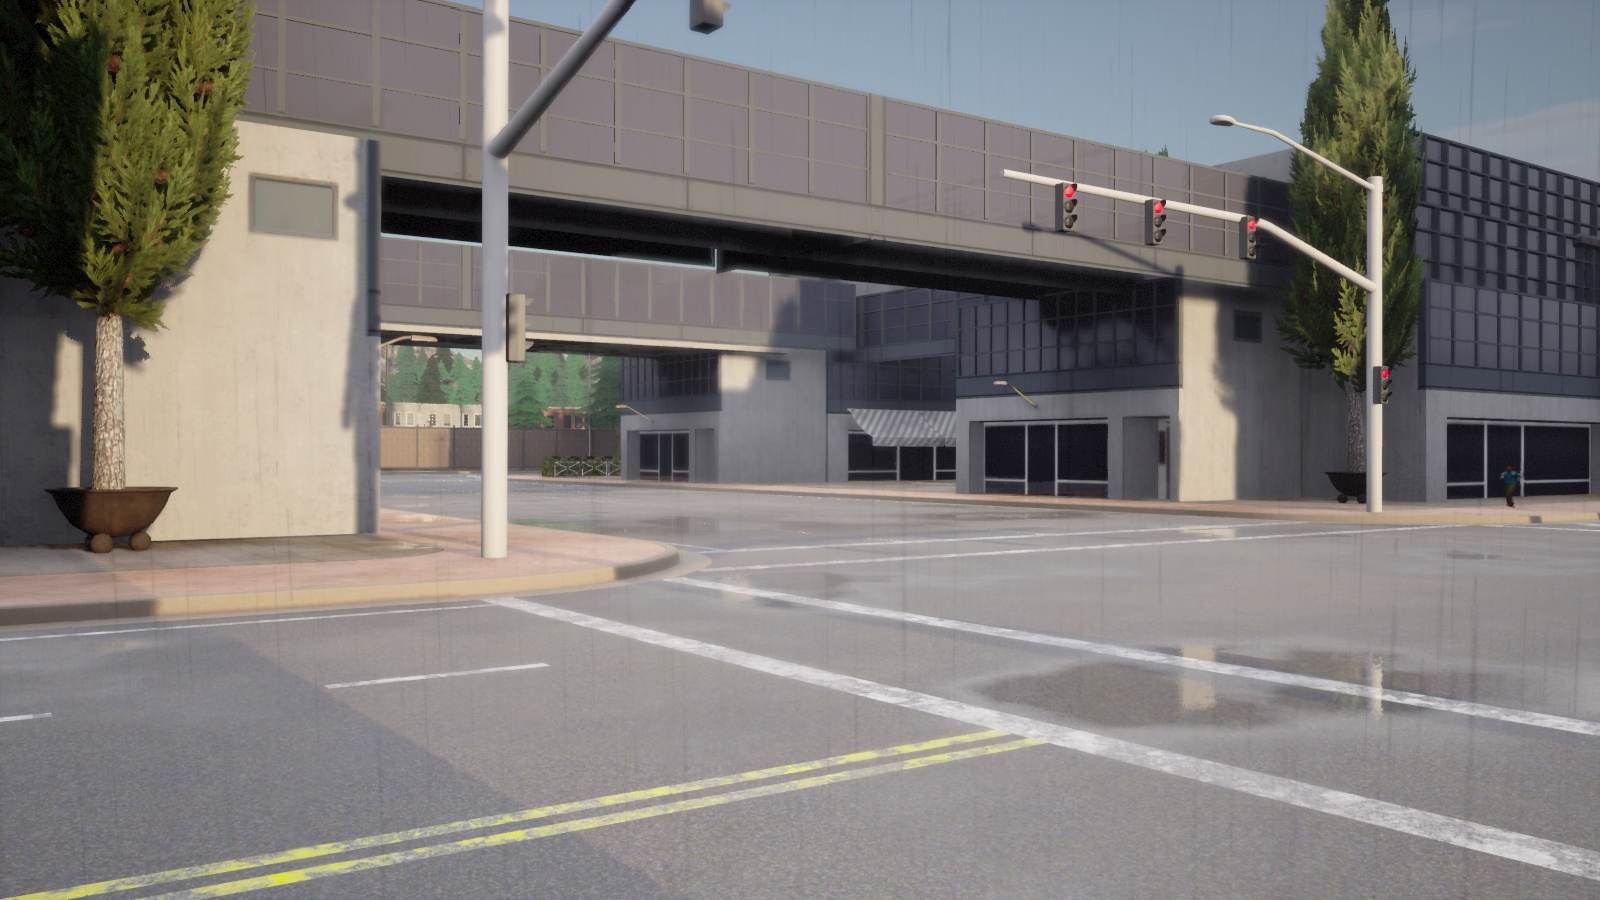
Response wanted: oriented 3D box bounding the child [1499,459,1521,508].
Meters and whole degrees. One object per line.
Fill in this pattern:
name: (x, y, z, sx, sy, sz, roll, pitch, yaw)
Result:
child: (17.608, 0.822, 31.145, 0.448, 1.192, 0.343, 0, 0, -38)
